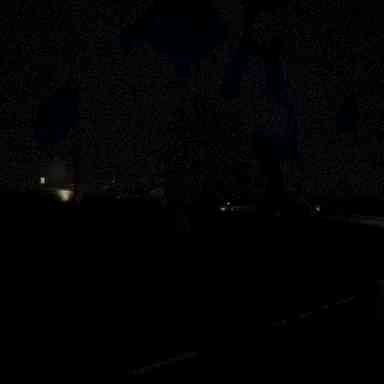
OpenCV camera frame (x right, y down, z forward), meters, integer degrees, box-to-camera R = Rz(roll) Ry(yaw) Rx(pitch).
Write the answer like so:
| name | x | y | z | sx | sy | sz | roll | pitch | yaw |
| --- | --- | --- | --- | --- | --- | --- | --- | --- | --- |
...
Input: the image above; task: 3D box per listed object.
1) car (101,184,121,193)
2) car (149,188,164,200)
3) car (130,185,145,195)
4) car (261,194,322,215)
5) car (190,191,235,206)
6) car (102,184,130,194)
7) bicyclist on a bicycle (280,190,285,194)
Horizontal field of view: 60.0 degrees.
| name | x | y | z | sx | sy | sz | roll | pitch | yaw |
| --- | --- | --- | --- | --- | --- | --- | --- | --- | --- |
| car | -15.413 | -0.662 | 63.177 | 1.882 | 1.535 | 5.008 | 0 | 2 | -36 |
| car | -3.693 | 0.219 | 41.642 | 1.812 | 1.442 | 4.674 | 0 | 2 | -35 |
| car | -9.499 | -0.450 | 54.879 | 2.097 | 1.767 | 4.553 | 0 | 2 | -36 |
| car | 7.614 | 0.899 | 25.747 | 2.128 | 1.511 | 4.902 | 0 | 2 | -35 |
| car | 1.940 | 0.592 | 33.721 | 2.033 | 1.411 | 5.357 | 0 | 2 | -35 |
| car | -12.530 | -0.516 | 54.218 | 2.128 | 1.511 | 4.902 | 0 | 2 | -35 |
| bicyclist on a bicycle | 9.199 | 0.665 | 33.841 | 1.656 | 1.620 | 0.582 | 0 | 2 | -35 |
